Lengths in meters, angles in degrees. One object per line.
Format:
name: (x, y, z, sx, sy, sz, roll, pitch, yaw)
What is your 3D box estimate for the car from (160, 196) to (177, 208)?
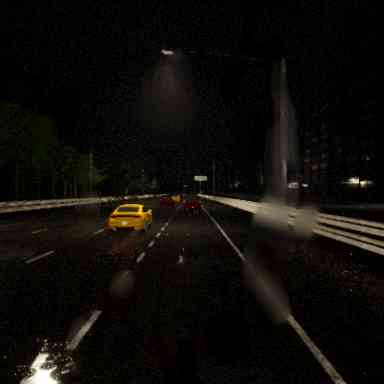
car: (-3.617, 1.518, 49.411, 1.882, 1.535, 5.008, 0, 0, 0)

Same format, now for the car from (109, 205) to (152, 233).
car: (-3.518, 1.478, 19.760, 1.882, 1.535, 5.008, 0, 0, 0)

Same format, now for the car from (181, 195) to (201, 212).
car: (0.031, 1.500, 38.749, 1.882, 1.535, 5.008, 0, 0, 0)

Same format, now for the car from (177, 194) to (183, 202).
car: (-3.807, 1.599, 79.457, 1.882, 1.535, 5.008, 0, 0, 0)
